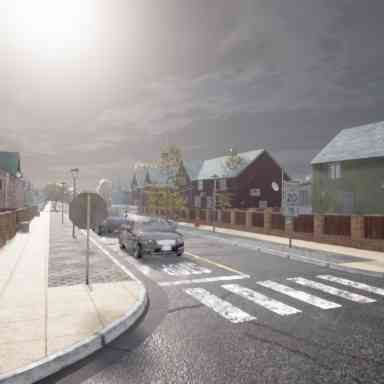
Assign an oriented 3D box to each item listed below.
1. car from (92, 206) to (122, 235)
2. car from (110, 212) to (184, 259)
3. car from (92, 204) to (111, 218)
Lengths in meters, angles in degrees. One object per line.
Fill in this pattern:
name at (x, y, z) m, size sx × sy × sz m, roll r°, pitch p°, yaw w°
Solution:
car at (-5.615, 1.940, 23.028) m, size 2.097 × 1.767 × 4.553 m, roll 1°, pitch -2°, yaw -23°
car at (-1.868, 1.819, 14.227) m, size 2.128 × 1.511 × 4.902 m, roll 1°, pitch -2°, yaw -23°
car at (-13.137, 2.714, 48.171) m, size 2.097 × 1.767 × 4.553 m, roll 1°, pitch -2°, yaw -23°
